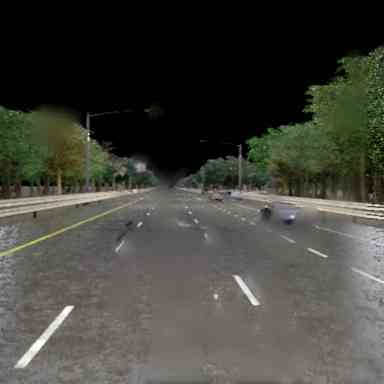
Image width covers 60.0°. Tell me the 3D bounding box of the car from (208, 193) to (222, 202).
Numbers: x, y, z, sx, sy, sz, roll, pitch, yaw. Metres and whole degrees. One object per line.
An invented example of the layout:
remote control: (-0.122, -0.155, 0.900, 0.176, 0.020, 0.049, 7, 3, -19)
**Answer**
car: (3.651, 0.822, 52.977, 2.033, 1.411, 5.357, 1, 1, -3)

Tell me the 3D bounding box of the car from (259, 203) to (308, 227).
car: (5.624, 1.348, 20.910, 1.994, 1.385, 4.181, 1, 1, -4)
